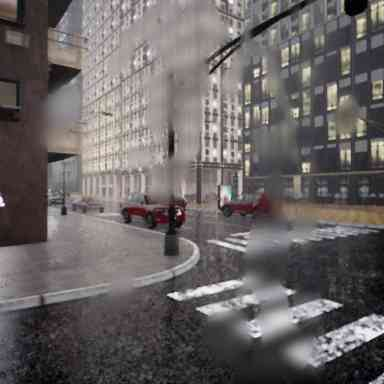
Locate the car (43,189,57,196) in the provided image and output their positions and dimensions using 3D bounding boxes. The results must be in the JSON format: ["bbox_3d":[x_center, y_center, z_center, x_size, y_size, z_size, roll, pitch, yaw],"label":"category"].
[{"bbox_3d":[-31.598,0.078,73.741,1.887,1.381,4.507,1,0,-36],"label":"car"}]

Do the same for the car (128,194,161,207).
[{"bbox_3d":[-5.471,0.947,37.871,1.947,1.339,4.313,1,0,-36],"label":"car"}]

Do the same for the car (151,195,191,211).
[{"bbox_3d":[-2.205,1.052,33.387,1.947,1.339,4.313,1,0,-36],"label":"car"}]

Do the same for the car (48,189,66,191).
[{"bbox_3d":[-25.281,0.156,60.652,2.097,1.767,4.553,0,1,-37],"label":"car"}]

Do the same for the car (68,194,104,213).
[{"bbox_3d":[-8.941,1.057,28.402,1.802,1.307,4.206,1,0,-36],"label":"car"}]

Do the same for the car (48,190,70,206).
[{"bbox_3d":[-15.471,0.817,37.368,2.008,1.369,4.403,1,0,-36],"label":"car"}]

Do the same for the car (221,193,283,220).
[{"bbox_3d":[4.333,1.008,24.419,2.192,1.841,5.009,1,0,-36],"label":"car"}]

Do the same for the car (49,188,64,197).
[{"bbox_3d":[-28.329,0.080,69.257,1.967,1.590,4.097,1,0,-36],"label":"car"}]

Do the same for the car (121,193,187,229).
[{"bbox_3d":[-2.404,0.998,19.436,2.192,1.841,5.009,1,0,-36],"label":"car"}]

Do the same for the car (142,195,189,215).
[{"bbox_3d":[-2.471,1.046,29.330,1.837,1.490,4.892,0,1,-36],"label":"car"}]
